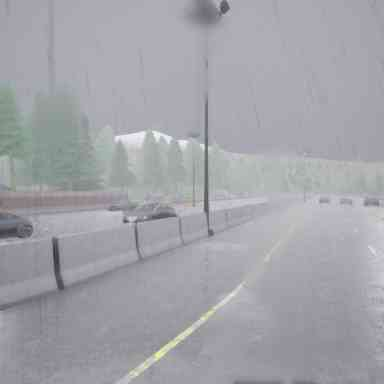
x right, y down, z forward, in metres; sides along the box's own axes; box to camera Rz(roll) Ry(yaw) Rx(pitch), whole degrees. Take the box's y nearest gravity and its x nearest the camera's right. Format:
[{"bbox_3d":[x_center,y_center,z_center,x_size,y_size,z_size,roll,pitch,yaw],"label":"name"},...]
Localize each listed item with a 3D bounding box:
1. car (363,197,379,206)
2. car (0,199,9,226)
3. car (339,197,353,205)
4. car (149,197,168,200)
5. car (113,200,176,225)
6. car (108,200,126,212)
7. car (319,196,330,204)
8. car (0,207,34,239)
[{"bbox_3d":[29.161,1.491,54.201,2.128,1.511,4.902,0,0,22],"label":"car"},{"bbox_3d":[-14.339,1.352,21.076,2.097,1.767,4.553,0,0,22],"label":"car"},{"bbox_3d":[27.250,1.526,58.868,1.812,1.442,4.674,0,0,22],"label":"car"},{"bbox_3d":[-4.040,1.351,37.405,2.097,1.767,4.553,0,0,22],"label":"car"},{"bbox_3d":[-2.683,1.492,21.908,2.128,1.511,4.902,0,0,22],"label":"car"},{"bbox_3d":[-7.680,1.565,37.740,1.994,1.385,4.181,0,0,22],"label":"car"},{"bbox_3d":[25.403,1.491,63.675,2.128,1.511,4.902,0,0,22],"label":"car"},{"bbox_3d":[-9.345,1.564,14.955,1.994,1.385,4.181,0,0,24],"label":"car"}]
